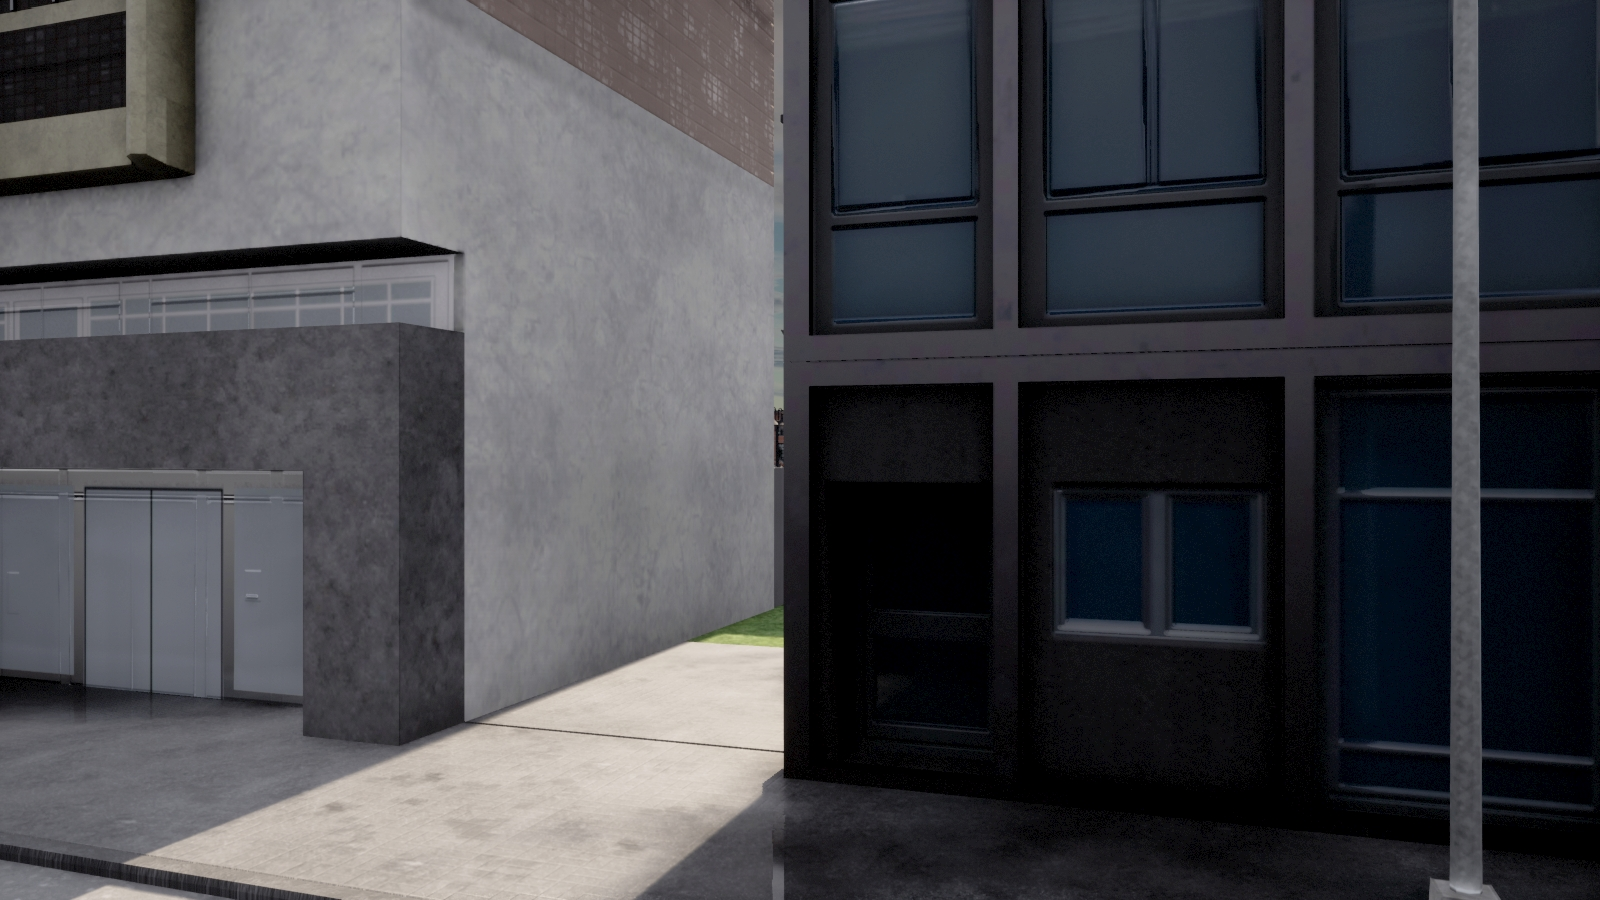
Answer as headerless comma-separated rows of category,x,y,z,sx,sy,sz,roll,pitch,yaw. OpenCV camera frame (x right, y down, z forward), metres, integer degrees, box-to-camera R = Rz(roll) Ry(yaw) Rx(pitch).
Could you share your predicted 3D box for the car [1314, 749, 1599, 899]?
car,3.240,1.817,2.605,3.633,1.501,1.845,0,0,20
